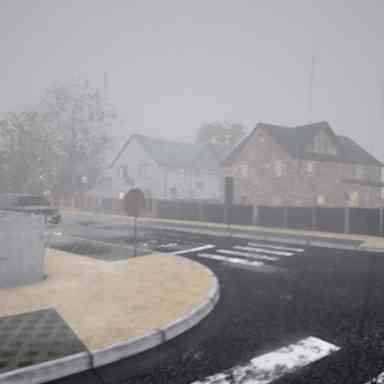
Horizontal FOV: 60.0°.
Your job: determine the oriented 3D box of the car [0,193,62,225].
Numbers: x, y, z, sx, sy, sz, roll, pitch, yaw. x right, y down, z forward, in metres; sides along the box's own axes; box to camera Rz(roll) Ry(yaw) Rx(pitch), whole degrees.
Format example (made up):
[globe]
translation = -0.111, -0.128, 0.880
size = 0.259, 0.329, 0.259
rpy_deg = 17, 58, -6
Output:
[car]
translation = -10.726, 1.179, 21.657
size = 5.566, 2.045, 2.150
rpy_deg = 3, 1, 39
